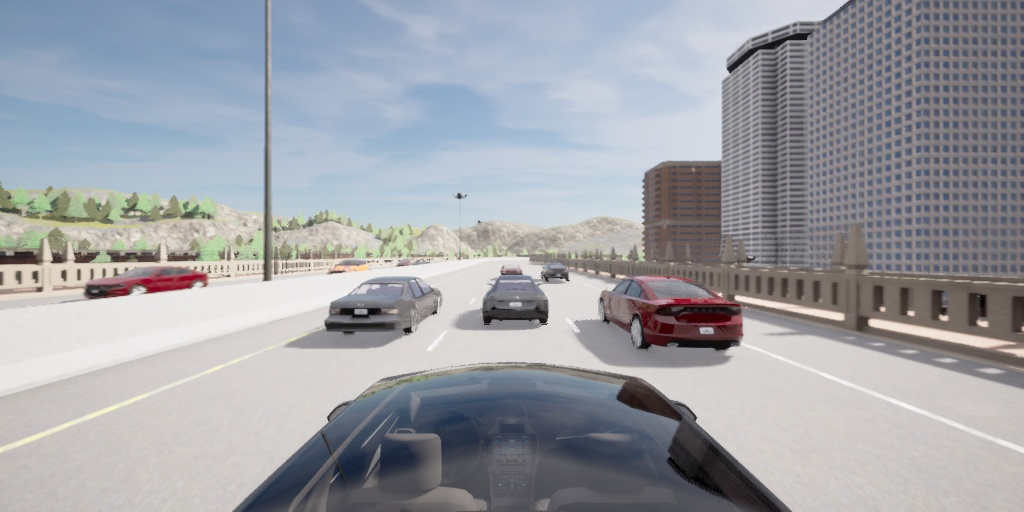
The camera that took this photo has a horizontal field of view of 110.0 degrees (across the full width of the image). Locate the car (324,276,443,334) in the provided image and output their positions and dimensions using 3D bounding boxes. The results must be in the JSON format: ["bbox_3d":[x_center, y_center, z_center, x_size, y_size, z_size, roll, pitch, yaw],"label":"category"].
[{"bbox_3d":[-3.400,1.298,10.574,2.033,1.411,5.357,0,0,0],"label":"car"}]

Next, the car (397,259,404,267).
[{"bbox_3d":[-18.583,1.300,62.526,1.812,1.442,4.674,0,0,-2],"label":"car"}]

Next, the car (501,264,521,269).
[{"bbox_3d":[-0.110,1.353,31.752,1.895,1.301,4.718,0,0,-1],"label":"car"}]

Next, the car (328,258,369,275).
[{"bbox_3d":[-14.289,1.104,31.578,2.097,1.767,4.553,0,0,-1],"label":"car"}]

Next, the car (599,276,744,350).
[{"bbox_3d":[3.598,1.228,9.097,1.882,1.535,5.008,0,0,0],"label":"car"}]

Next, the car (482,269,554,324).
[{"bbox_3d":[0.100,1.315,11.979,1.994,1.385,4.181,0,0,0],"label":"car"}]

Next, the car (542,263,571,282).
[{"bbox_3d":[3.446,1.277,29.117,1.812,1.442,4.674,0,0,-1],"label":"car"}]

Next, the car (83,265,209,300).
[{"bbox_3d":[-17.617,1.228,17.623,1.882,1.535,5.008,0,0,0],"label":"car"}]

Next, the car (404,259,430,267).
[{"bbox_3d":[-11.088,1.246,43.479,2.128,1.511,4.902,0,0,-1],"label":"car"}]
